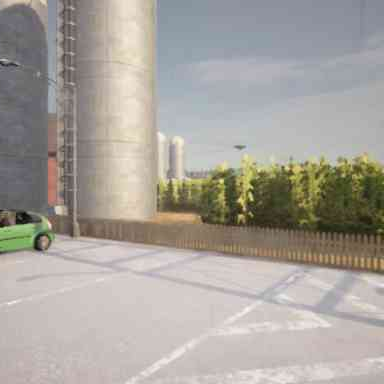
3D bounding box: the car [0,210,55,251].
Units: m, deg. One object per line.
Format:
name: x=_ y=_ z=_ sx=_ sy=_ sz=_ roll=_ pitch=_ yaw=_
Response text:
car: x=-7.222 y=1.486 z=12.135 sx=1.851 sy=1.617 sz=3.988 roll=0 pitch=0 yaw=35
